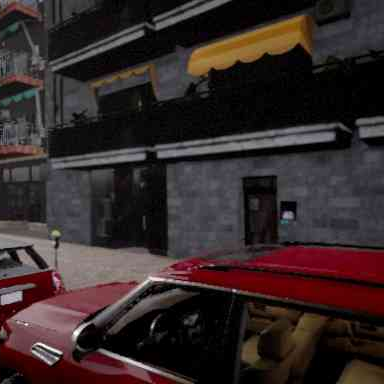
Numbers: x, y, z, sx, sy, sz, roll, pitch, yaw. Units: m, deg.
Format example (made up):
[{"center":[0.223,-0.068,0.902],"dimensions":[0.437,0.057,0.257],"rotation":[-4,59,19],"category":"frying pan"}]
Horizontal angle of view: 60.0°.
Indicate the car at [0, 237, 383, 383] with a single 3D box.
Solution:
[{"center":[0.545,1.315,2.350],"dimensions":[5.009,1.841,2.192],"rotation":[0,-1,35],"category":"car"}]
